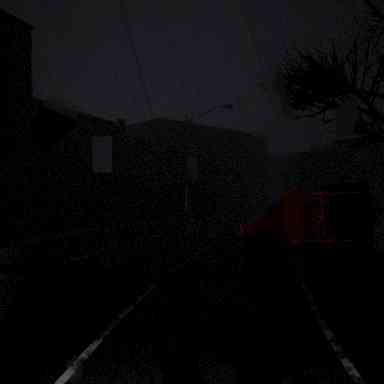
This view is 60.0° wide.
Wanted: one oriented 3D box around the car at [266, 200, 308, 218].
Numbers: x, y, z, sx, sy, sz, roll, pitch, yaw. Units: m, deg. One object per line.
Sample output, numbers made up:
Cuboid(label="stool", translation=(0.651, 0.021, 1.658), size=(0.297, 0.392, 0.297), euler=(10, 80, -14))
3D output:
Cuboid(label="car", translation=(8.443, 1.469, 29.442), size=(1.882, 1.535, 5.008), euler=(1, 0, 44))

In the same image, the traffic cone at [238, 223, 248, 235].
Cuboid(label="traffic cone", translation=(2.625, 1.944, 17.684), size=(0.340, 0.580, 0.340), euler=(1, 0, 23))

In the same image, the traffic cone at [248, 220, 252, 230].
Cuboid(label="traffic cone", translation=(3.406, 1.944, 19.525), size=(0.340, 0.580, 0.340), euler=(1, 0, 23))

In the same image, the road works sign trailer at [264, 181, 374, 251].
Cuboid(label="road works sign trailer", translation=(4.691, 0.942, 12.357), size=(2.880, 2.380, 3.560), euler=(-2, -2, -45))
